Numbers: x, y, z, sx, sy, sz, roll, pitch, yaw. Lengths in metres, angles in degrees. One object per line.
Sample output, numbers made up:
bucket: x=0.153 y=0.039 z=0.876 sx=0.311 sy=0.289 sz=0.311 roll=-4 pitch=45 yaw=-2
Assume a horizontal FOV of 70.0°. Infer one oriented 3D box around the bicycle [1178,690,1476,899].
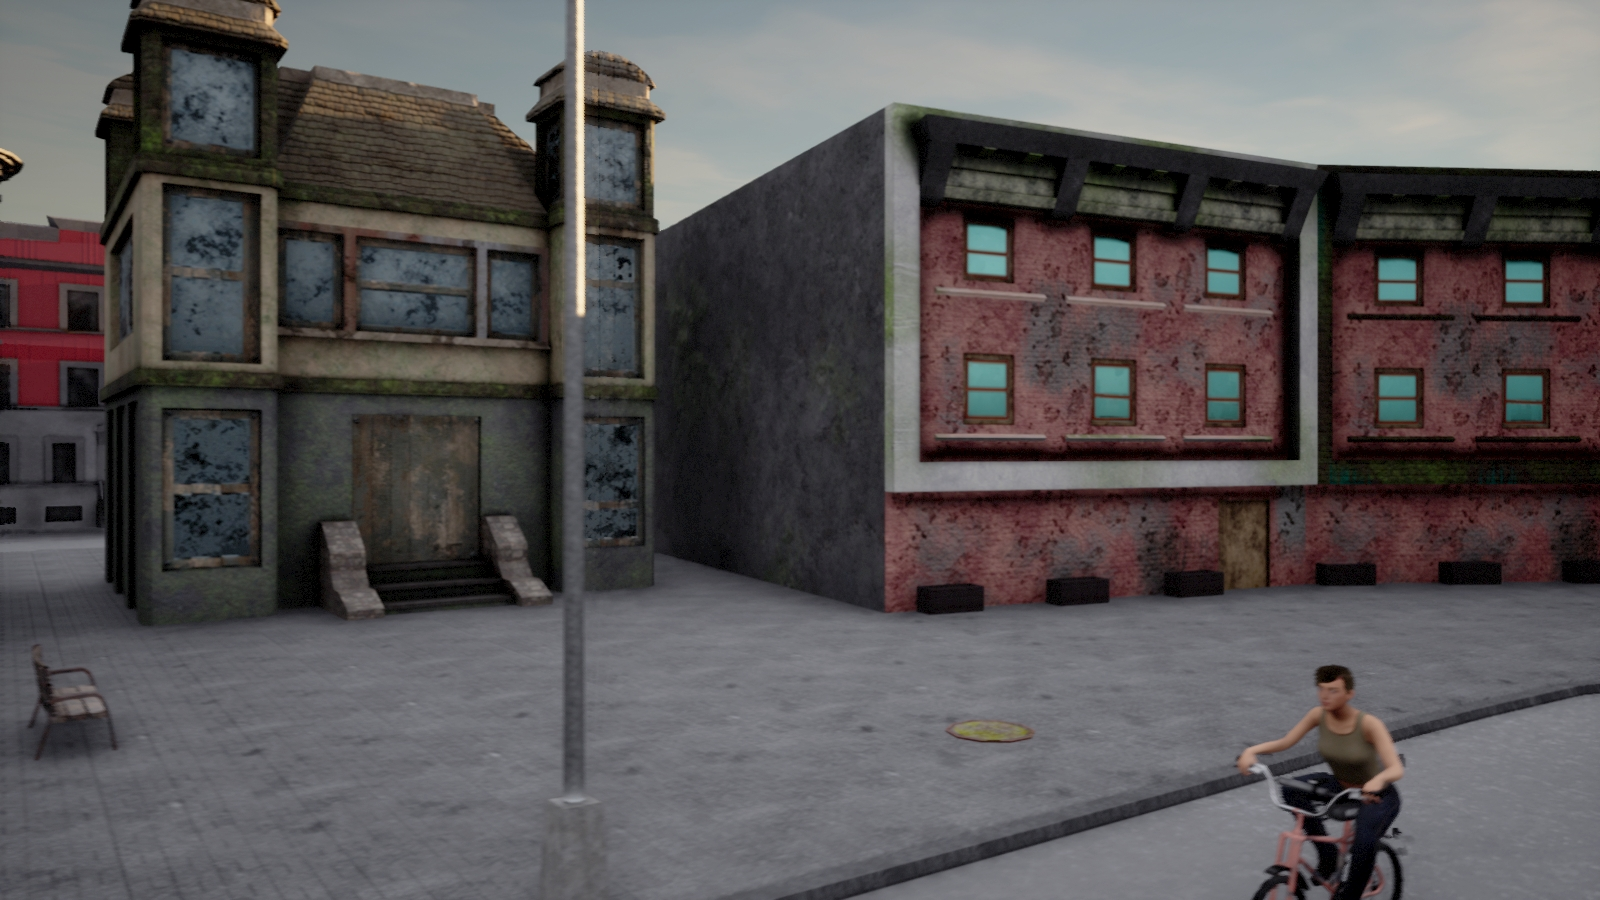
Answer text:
bicycle: x=2.938 y=2.036 z=6.352 sx=1.487 sy=1.080 sz=0.859 roll=0 pitch=0 yaw=-34
